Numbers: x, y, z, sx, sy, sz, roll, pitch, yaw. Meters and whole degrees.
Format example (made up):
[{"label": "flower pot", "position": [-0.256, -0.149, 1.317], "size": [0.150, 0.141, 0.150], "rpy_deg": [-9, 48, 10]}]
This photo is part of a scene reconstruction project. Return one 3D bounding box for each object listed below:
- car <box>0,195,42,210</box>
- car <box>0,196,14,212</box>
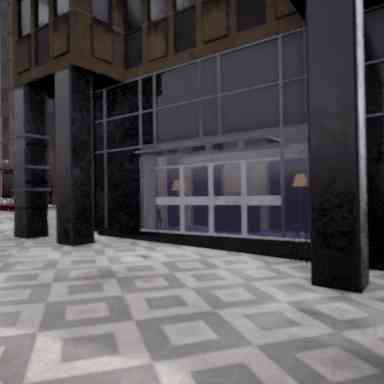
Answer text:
[{"label": "car", "position": [-22.752, 1.360, 43.769], "size": [2.192, 1.841, 5.009], "rpy_deg": [-1, -1, 36]}, {"label": "car", "position": [-18.973, 1.323, 34.389], "size": [1.967, 1.590, 4.097], "rpy_deg": [-1, -1, 36]}]
